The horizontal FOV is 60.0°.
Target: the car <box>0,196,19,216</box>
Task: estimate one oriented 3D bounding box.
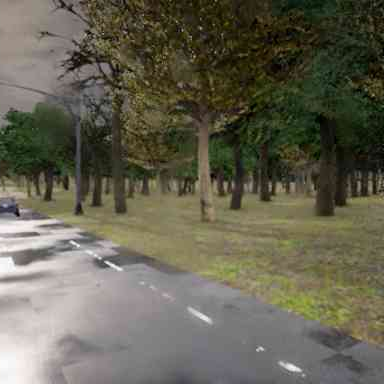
[{"bbox_3d":[-16.775,1.193,29.712,2.097,1.767,4.553,0,1,-32],"label":"car"}]

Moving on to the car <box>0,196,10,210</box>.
[{"bbox_3d":[-22.545,1.237,38.851,1.882,1.535,5.008,0,1,-32],"label":"car"}]
